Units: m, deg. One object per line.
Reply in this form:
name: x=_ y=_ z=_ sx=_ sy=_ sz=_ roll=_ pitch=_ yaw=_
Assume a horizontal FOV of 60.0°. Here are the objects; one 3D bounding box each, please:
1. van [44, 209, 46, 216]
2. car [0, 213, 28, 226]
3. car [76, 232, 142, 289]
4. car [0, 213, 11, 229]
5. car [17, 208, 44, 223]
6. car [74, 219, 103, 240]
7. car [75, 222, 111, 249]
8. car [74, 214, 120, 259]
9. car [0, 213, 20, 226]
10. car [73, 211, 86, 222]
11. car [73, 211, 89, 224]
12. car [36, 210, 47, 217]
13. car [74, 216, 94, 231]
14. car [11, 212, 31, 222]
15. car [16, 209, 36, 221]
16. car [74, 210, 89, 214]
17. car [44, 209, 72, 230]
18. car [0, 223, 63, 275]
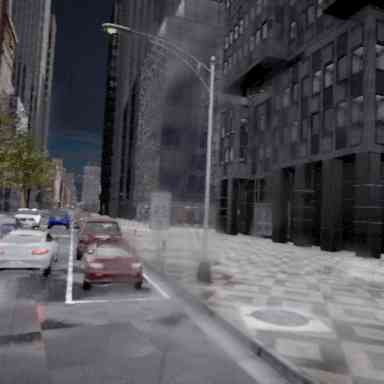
van: x=-35.283 y=4.932 z=76.915 sx=1.690 sy=1.788 sz=3.998 roll=4 pitch=-4 yaw=-19
car: x=-13.741 y=2.553 z=24.670 sx=1.812 sy=1.442 sz=4.674 roll=4 pitch=-4 yaw=-19
car: x=-2.678 y=2.195 z=10.754 sx=1.802 sy=1.307 sz=4.206 roll=4 pitch=-4 yaw=-19
car: x=-20.098 y=2.907 z=34.298 sx=1.752 sy=1.417 sz=4.829 roll=4 pitch=-4 yaw=-19
car: x=-17.245 y=2.761 z=34.725 sx=2.150 sy=2.045 sz=5.566 roll=4 pitch=-4 yaw=-18
car: x=-8.350 y=2.972 z=26.671 sx=1.947 sy=1.339 sz=4.313 roll=4 pitch=-4 yaw=-19
car: x=-6.460 y=2.706 z=21.366 sx=1.947 sy=1.339 sz=4.313 roll=4 pitch=-4 yaw=-19
car: x=-4.556 y=2.191 z=16.078 sx=2.192 sy=1.841 sz=5.009 roll=4 pitch=-4 yaw=-19
car: x=-22.050 y=3.227 z=39.762 sx=1.947 sy=1.339 sz=4.313 roll=4 pitch=-4 yaw=-19
car: x=-21.579 y=4.623 z=63.825 sx=2.192 sy=1.841 sz=5.009 roll=4 pitch=-4 yaw=-19
car: x=-17.796 y=4.077 z=53.214 sx=2.192 sy=1.841 sz=5.009 roll=4 pitch=-4 yaw=-19
car: x=-37.180 y=5.315 z=82.214 sx=1.967 sy=1.590 sz=4.097 roll=4 pitch=-4 yaw=-19
car: x=-12.133 y=3.489 z=37.283 sx=1.887 sy=1.381 sz=4.507 roll=4 pitch=-4 yaw=-19
car: x=-25.832 y=3.751 z=50.374 sx=1.887 sy=1.381 sz=4.507 roll=4 pitch=-4 yaw=-19
car: x=-27.713 y=3.795 z=55.696 sx=2.192 sy=1.841 sz=5.009 roll=4 pitch=-4 yaw=-19
car: x=-14.013 y=3.532 z=42.604 sx=2.192 sy=1.841 sz=5.009 roll=4 pitch=-4 yaw=-19
car: x=-14.606 y=3.012 z=36.654 sx=2.150 sy=2.045 sz=5.566 roll=4 pitch=-4 yaw=-19
car: x=-5.973 y=2.078 z=12.144 sx=1.812 sy=1.442 sz=4.674 roll=4 pitch=-4 yaw=-18
